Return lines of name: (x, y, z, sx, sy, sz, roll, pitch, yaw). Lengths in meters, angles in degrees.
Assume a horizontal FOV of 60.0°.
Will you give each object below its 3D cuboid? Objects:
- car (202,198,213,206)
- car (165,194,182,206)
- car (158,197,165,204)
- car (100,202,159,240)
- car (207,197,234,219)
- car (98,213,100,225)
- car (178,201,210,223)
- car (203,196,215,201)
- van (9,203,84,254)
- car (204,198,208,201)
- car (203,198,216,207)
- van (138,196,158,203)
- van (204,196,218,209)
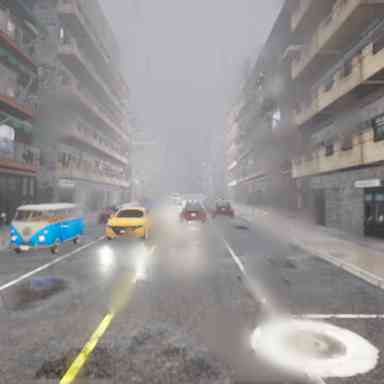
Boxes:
car: (2.694, 1.718, 58.676, 1.802, 1.307, 4.206, 1, 0, 0)
car: (-3.014, 1.361, 59.419, 2.150, 2.045, 5.566, 0, 0, 1)
car: (-5.740, 1.700, 64.419, 2.008, 1.369, 4.403, 1, 0, 0)
car: (-3.093, 1.520, 17.469, 1.882, 1.535, 5.008, 0, 0, 0)
car: (2.683, 1.513, 30.323, 1.967, 1.590, 4.097, 1, 0, 0)
car: (-5.668, 1.605, 24.728, 1.887, 1.381, 4.507, 1, 0, 0)
car: (0.110, 1.626, 25.924, 1.994, 1.385, 4.181, 0, 0, 0)
car: (2.687, 1.625, 41.834, 1.752, 1.417, 4.829, 1, 0, 0)
van: (-5.669, 1.374, 13.387, 1.690, 1.788, 3.998, 1, 0, 0)
car: (2.684, 1.652, 35.994, 1.947, 1.339, 4.313, 1, 0, 0)
car: (2.692, 1.706, 53.005, 1.802, 1.307, 4.206, 1, 0, 0)
van: (-5.657, 1.440, 41.741, 1.690, 1.788, 3.998, 1, 0, 0)
van: (2.693, 1.453, 47.335, 1.690, 1.788, 3.998, 1, 0, 0)
